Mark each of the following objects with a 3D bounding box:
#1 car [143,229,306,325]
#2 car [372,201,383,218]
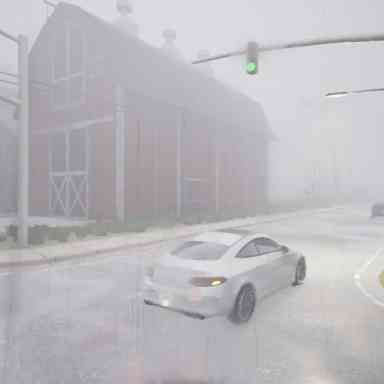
[{"bbox_3d":[0.953,1.543,7.197,1.812,1.442,4.674,0,0,36],"label":"car"},{"bbox_3d":[17.106,1.505,29.202,1.882,1.535,5.008,0,0,36],"label":"car"}]
